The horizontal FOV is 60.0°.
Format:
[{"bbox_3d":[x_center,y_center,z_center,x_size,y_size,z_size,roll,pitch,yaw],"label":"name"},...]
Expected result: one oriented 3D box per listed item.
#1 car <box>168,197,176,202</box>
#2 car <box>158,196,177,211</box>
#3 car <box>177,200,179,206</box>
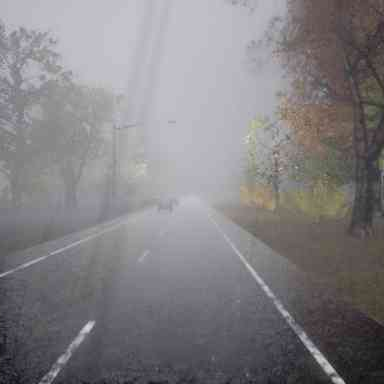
[{"bbox_3d":[-5.715,2.070,92.893,1.994,1.385,4.181,0,0,-7],"label":"car"},{"bbox_3d":[-3.472,1.723,44.408,2.128,1.511,4.902,0,0,0],"label":"car"},{"bbox_3d":[-3.560,1.856,63.644,1.812,1.442,4.674,0,0,-2],"label":"car"}]
